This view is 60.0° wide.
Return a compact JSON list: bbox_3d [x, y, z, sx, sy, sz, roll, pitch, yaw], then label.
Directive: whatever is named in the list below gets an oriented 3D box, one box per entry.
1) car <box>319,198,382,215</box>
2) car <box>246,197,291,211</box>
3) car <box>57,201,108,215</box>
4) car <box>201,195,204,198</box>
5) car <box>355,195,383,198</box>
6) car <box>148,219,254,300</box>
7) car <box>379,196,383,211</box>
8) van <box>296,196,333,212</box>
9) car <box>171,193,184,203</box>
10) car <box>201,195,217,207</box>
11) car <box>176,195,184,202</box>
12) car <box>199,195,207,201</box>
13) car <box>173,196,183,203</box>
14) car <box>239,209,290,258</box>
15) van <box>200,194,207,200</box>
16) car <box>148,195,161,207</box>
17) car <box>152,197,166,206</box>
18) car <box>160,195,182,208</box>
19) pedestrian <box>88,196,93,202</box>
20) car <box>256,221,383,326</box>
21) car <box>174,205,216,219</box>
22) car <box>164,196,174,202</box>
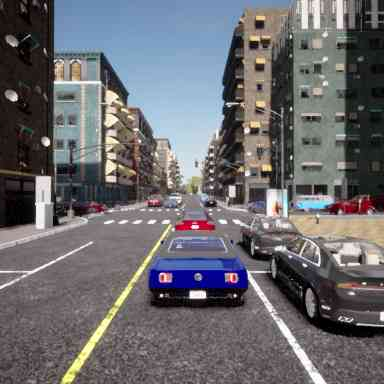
[{"bbox_3d":[13.780,1.413,29.133,4.206,1.307,1.802,0,0,1],"label":"car"},{"bbox_3d":[7.977,1.314,34.991,4.553,1.767,2.097,0,-1,1],"label":"car"},{"bbox_3d":[-11.648,1.665,35.181,5.357,1.411,2.033,0,-1,1],"label":"car"},{"bbox_3d":[2.849,1.603,56.294,1.802,1.307,4.206,1,0,0],"label":"car"},{"bbox_3d":[19.390,1.228,37.460,5.009,1.841,2.192,0,0,1],"label":"car"},{"bbox_3d":[0.121,1.603,8.347,1.895,1.301,4.718,0,0,0],"label":"car"},{"bbox_3d":[22.640,1.375,34.841,4.674,1.442,1.812,0,-1,1],"label":"car"},{"bbox_3d":[13.863,1.296,37.514,3.998,1.788,1.690,0,0,1],"label":"van"},{"bbox_3d":[-2.923,1.244,58.710,2.150,2.045,5.566,0,0,1],"label":"car"},{"bbox_3d":[2.835,1.585,50.724,1.947,1.339,4.313,1,0,0],"label":"car"},{"bbox_3d":[-2.791,1.532,79.061,1.837,1.490,4.892,0,0,0],"label":"car"},{"bbox_3d":[2.938,1.581,89.721,1.887,1.381,4.507,1,0,0],"label":"car"},{"bbox_3d":[-2.827,1.591,68.652,1.994,1.385,4.181,0,0,0],"label":"car"},{"bbox_3d":[2.863,1.555,12.530,2.008,1.369,4.403,1,0,0],"label":"car"},{"bbox_3d":[2.911,1.373,78.580,1.690,1.788,3.998,1,0,0],"label":"van"},{"bbox_3d":[-5.541,1.334,50.786,2.192,1.841,5.009,1,0,0],"label":"car"},{"bbox_3d":[-5.530,1.566,56.357,1.887,1.381,4.507,1,0,0],"label":"car"},{"bbox_3d":[-2.974,1.565,48.709,2.033,1.411,5.357,0,0,1],"label":"car"},{"bbox_3d":[-12.421,1.347,40.729,0.375,1.860,0.375,0,0,1],"label":"pedestrian"},{"bbox_3d":[2.848,1.553,6.961,2.008,1.369,4.403,1,0,0],"label":"car"},{"bbox_3d":[0.140,1.570,17.210,1.994,1.385,4.181,0,0,0],"label":"car"},{"bbox_3d":[-5.471,1.597,78.641,1.947,1.339,4.313,1,0,0],"label":"car"}]
